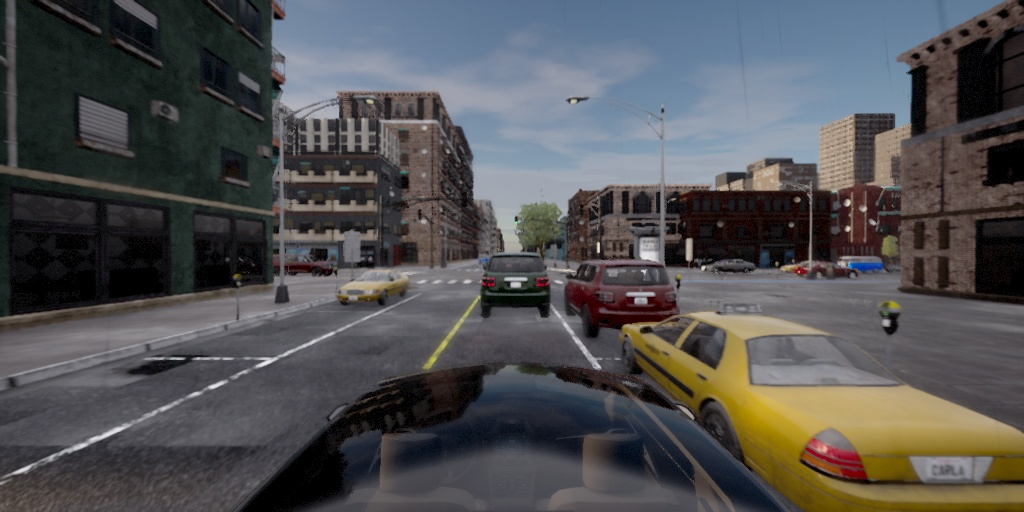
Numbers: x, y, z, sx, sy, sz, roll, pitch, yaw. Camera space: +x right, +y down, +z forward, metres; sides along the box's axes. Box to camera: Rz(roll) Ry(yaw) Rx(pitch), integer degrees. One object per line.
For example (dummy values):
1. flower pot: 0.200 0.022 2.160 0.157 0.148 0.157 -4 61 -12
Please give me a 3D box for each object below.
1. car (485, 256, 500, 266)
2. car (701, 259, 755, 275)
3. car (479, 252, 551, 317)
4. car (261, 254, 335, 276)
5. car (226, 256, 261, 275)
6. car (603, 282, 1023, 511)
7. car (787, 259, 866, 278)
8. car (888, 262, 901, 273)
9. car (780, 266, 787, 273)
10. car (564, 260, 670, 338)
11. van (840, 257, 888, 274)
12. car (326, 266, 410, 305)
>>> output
1. car: -3.046 0.832 57.403 2.128 1.511 4.902 0 0 0
2. car: 21.467 1.071 35.710 4.902 1.511 2.128 0 0 0
3. car: 0.109 0.882 12.848 2.150 2.045 5.566 0 1 0
4. car: -17.267 0.789 29.665 5.009 1.841 2.192 0 0 0
5. car: -24.516 0.784 32.198 4.553 1.767 2.097 0 0 0
6. car: 2.691 1.254 4.518 1.751 1.417 4.829 0 0 0
7. car: 26.157 1.194 29.906 4.507 1.381 1.888 0 0 0
8. car: 42.675 1.212 38.451 4.403 1.370 2.007 0 0 0
9. car: 31.454 1.132 38.375 4.829 1.417 1.751 0 0 0
10. car: 2.693 0.999 9.888 2.192 1.841 5.009 0 0 0
11. van: 37.149 0.974 38.413 3.998 1.789 1.690 0 0 0
12. car: -5.687 1.165 15.261 1.751 1.417 4.829 0 0 0
